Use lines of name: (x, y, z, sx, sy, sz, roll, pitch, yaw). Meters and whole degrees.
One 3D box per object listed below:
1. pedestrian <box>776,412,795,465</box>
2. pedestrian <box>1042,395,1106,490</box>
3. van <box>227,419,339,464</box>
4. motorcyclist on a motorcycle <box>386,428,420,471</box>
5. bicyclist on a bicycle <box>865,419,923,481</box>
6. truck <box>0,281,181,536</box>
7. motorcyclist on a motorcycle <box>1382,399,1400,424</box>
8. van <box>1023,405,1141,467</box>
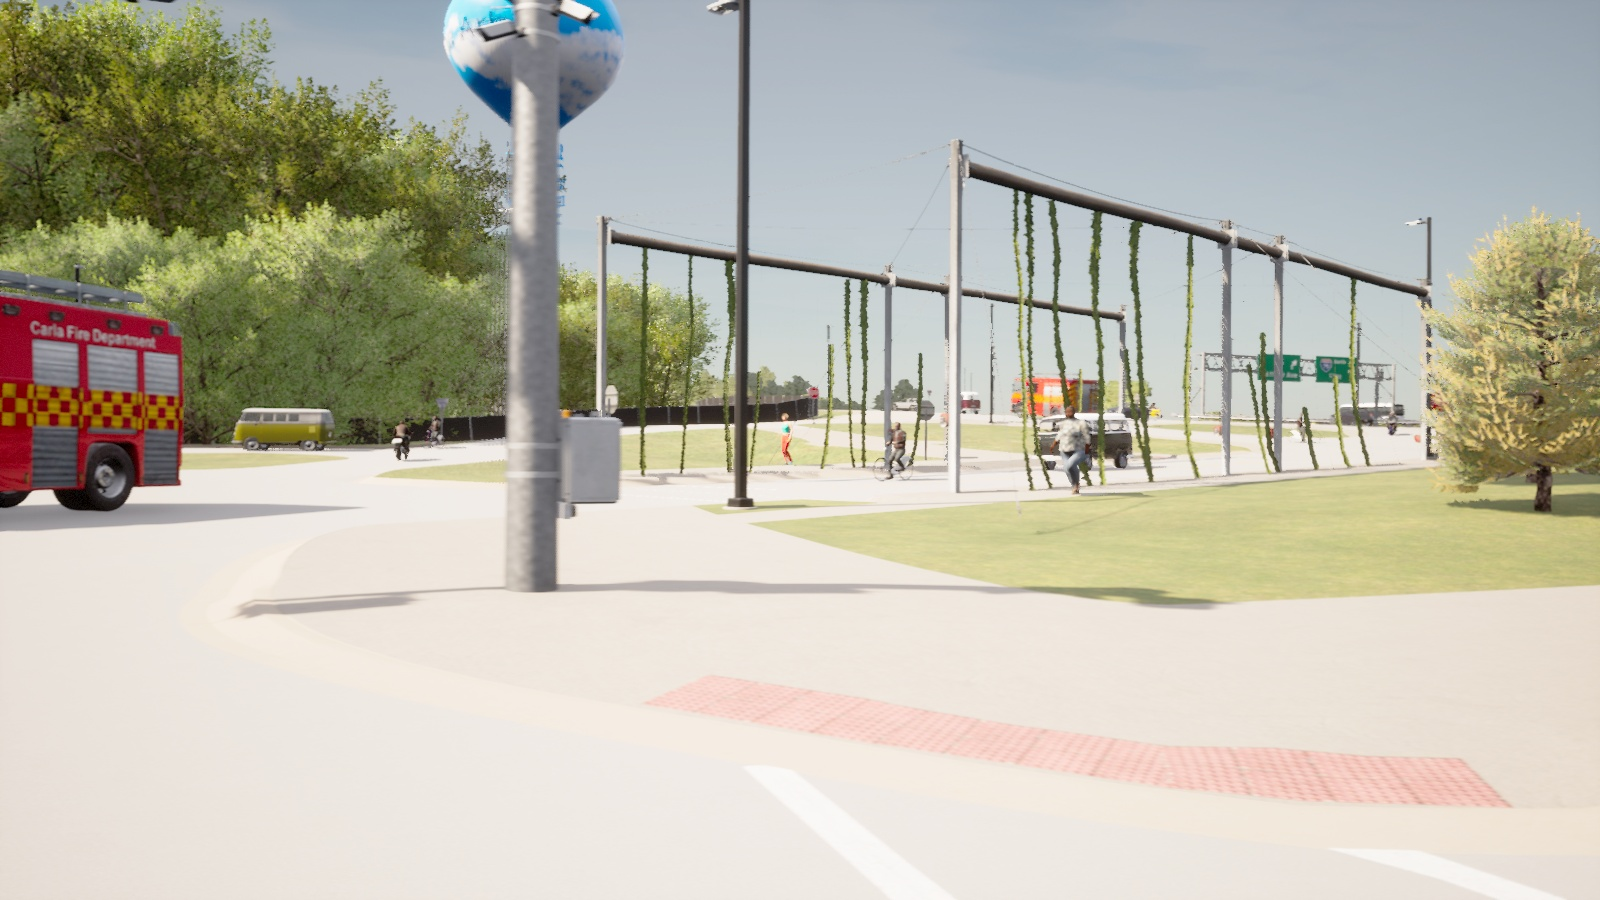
pedestrian: (-0.505, -0.388, 43.852, 0.594, 1.836, 0.345, -1, 0, -45)
pedestrian: (5.476, -0.140, 25.119, 0.874, 1.855, 0.900, -1, 0, 45)
van: (-24.170, -0.410, 58.821, 4.442, 1.987, 1.775, -1, 2, -5)
motorcyclist on a motorcycle: (-14.985, -0.034, 47.412, 0.797, 1.523, 2.044, -3, 2, -8)
bicyclist on a bicycle: (2.804, -0.013, 37.321, 0.659, 1.776, 1.843, -1, 1, 44)
truck: (-13.475, -0.619, 18.785, 2.891, 3.827, 8.468, 0, 0, 13)
motorcyclist on a motorcycle: (38.710, -2.526, 82.255, 0.866, 1.530, 2.191, -1, 3, 29)
van: (10.190, -0.533, 45.172, 2.069, 2.038, 4.480, -1, 1, 44)
